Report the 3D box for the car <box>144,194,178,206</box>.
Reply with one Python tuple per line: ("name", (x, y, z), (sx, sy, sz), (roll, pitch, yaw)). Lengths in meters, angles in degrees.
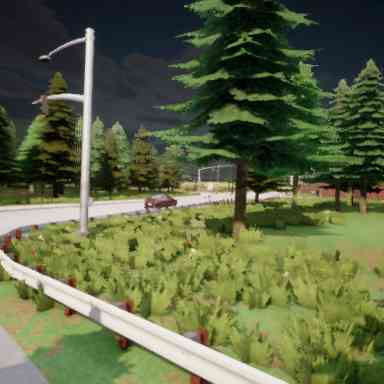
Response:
("car", (-2.909, 0.901, 31.835), (1.812, 1.442, 4.674), (3, 2, 22))
